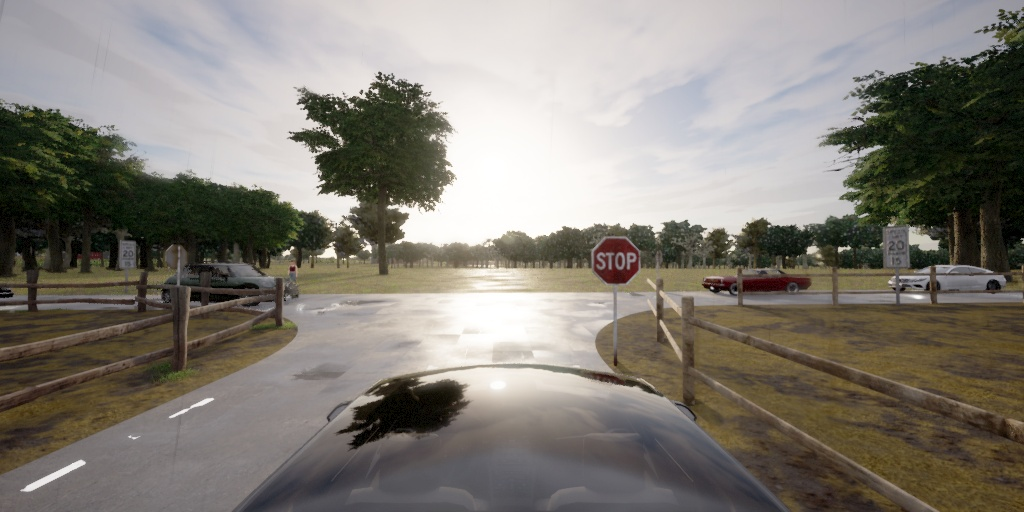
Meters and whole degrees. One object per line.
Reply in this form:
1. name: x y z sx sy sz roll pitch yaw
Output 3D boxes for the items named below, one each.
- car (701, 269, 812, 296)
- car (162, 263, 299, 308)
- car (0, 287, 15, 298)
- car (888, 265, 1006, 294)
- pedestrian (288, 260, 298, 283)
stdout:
1. car: 12.467 1.319 18.519 4.718 1.301 1.895 0 -1 -3
2. car: -11.202 1.078 14.507 4.553 1.767 2.097 0 -1 3
3. car: -23.821 1.281 14.416 5.357 1.411 2.033 0 -1 -2
4. car: 22.612 1.193 18.710 4.674 1.442 1.812 0 -1 2
5. pedestrian: -12.744 1.142 20.771 0.375 1.860 0.375 0 -1 -2
